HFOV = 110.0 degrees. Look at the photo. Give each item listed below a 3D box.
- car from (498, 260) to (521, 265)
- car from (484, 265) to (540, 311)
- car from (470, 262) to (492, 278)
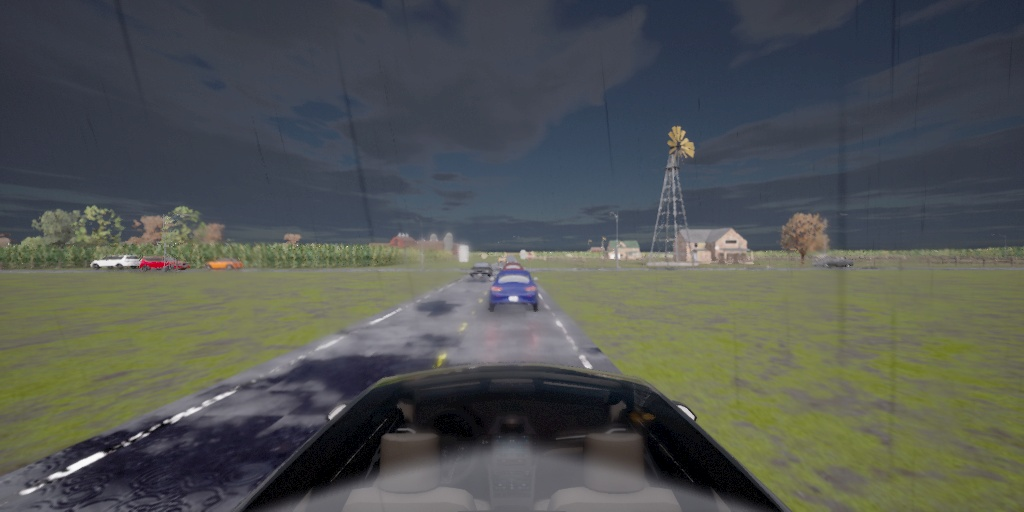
[{"bbox_3d":[0.081,1.242,27.786,1.812,1.442,4.674,0,0,0],"label":"car"},{"bbox_3d":[0.083,1.261,14.302,1.812,1.442,4.674,0,0,0],"label":"car"},{"bbox_3d":[-2.771,1.254,33.791,2.033,1.411,5.357,0,0,1],"label":"car"}]
